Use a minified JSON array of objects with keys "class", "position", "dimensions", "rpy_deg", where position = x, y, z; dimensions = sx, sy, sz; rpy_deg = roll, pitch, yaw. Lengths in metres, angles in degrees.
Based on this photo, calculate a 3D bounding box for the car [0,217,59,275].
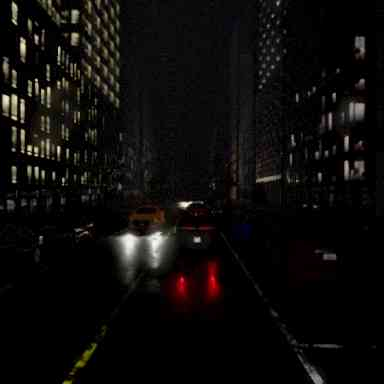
[{"class":"car","position":[-5.615,1.595,9.080],"dimensions":[2.008,1.369,4.403],"rpy_deg":[0,0,1]}]

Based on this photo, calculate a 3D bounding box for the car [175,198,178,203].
[{"class":"car","position":[-4.854,2.088,77.278],"dimensions":[1.947,1.339,4.313],"rpy_deg":[0,0,1]}]

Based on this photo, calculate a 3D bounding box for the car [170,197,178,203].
[{"class":"car","position":[-4.727,2.151,88.645],"dimensions":[2.008,1.369,4.403],"rpy_deg":[0,0,1]}]

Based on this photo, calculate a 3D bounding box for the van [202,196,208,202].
[{"class":"van","position":[3.715,2.010,94.235],"dimensions":[1.690,1.788,3.998],"rpy_deg":[0,0,1]}]

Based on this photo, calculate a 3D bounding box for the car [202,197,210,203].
[{"class":"car","position":[3.652,2.071,88.552],"dimensions":[1.967,1.590,4.097],"rpy_deg":[0,0,1]}]

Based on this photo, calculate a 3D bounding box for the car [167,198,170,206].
[{"class":"car","position":[-5.108,1.804,54.546],"dimensions":[1.967,1.590,4.097],"rpy_deg":[0,0,1]}]

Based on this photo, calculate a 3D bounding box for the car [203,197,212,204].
[{"class":"car","position":[3.526,1.993,77.186],"dimensions":[1.967,1.590,4.097],"rpy_deg":[0,0,1]}]

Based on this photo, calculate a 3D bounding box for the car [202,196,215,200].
[{"class":"car","position":[3.335,1.749,60.137],"dimensions":[2.192,1.841,5.009],"rpy_deg":[0,0,1]}]

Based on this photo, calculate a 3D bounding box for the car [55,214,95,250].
[{"class":"car","position":[-5.551,1.666,14.763],"dimensions":[1.802,1.307,4.206],"rpy_deg":[0,0,1]}]

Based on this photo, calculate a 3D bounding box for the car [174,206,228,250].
[{"class":"car","position":[0.235,1.597,14.794],"dimensions":[2.128,1.511,4.902],"rpy_deg":[0,0,1]}]

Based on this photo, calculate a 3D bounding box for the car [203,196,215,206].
[{"class":"car","position":[3.398,1.789,65.821],"dimensions":[2.192,1.841,5.009],"rpy_deg":[0,0,1]}]

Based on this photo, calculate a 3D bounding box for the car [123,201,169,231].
[{"class":"car","position":[-2.864,1.621,21.784],"dimensions":[1.882,1.535,5.008],"rpy_deg":[0,0,1]}]

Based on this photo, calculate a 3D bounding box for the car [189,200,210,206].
[{"class":"car","position":[0.418,1.746,30.953],"dimensions":[1.812,1.442,4.674],"rpy_deg":[0,0,1]}]

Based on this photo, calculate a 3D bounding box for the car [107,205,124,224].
[{"class":"car","position":[-5.424,1.715,26.130],"dimensions":[2.008,1.369,4.403],"rpy_deg":[0,0,1]}]

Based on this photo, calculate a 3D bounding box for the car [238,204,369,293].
[{"class":"car","position":[2.764,1.390,8.988],"dimensions":[2.192,1.841,5.009],"rpy_deg":[0,0,1]}]

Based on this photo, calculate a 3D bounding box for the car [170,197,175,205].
[{"class":"car","position":[-4.982,1.968,65.742],"dimensions":[1.752,1.417,4.829],"rpy_deg":[0,0,1]}]

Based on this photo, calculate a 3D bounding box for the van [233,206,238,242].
[{"class":"van","position":[2.828,1.456,14.671],"dimensions":[1.690,1.788,3.998],"rpy_deg":[0,0,1]}]

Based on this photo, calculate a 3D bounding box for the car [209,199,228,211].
[{"class":"car","position":[3.083,1.826,37.402],"dimensions":[2.008,1.369,4.403],"rpy_deg":[0,0,1]}]

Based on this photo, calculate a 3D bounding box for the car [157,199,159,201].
[{"class":"car","position":[-5.297,1.795,37.496],"dimensions":[2.008,1.369,4.403],"rpy_deg":[0,0,1]}]

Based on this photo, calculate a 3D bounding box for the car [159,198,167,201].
[{"class":"car","position":[-5.170,1.906,48.862],"dimensions":[1.802,1.307,4.206],"rpy_deg":[0,0,1]}]
